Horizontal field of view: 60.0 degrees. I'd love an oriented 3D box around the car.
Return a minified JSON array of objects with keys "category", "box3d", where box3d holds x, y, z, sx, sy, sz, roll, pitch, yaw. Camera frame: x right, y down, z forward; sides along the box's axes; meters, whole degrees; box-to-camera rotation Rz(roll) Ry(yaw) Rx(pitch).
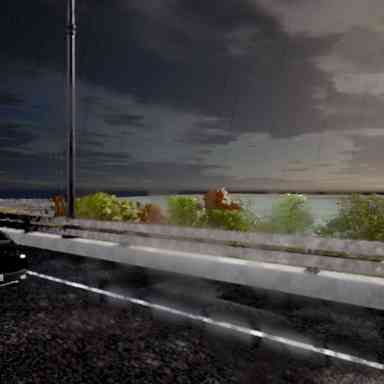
[{"category":"car","box3d":[-5.905,1.502,8.115,4.892,1.490,1.837,0,0,36]}]
